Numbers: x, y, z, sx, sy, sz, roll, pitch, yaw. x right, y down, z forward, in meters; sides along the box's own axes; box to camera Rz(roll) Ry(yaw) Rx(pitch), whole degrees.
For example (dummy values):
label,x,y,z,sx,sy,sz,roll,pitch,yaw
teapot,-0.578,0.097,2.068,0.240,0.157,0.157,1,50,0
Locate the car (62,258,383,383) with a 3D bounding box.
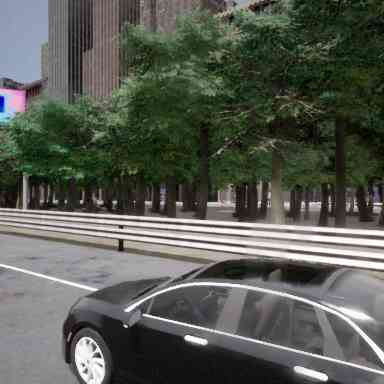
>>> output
label,x,y,z,sx,sy,sz,roll,pitch,yaw
car,0.576,1.505,3.585,4.892,1.490,1.837,0,0,36
